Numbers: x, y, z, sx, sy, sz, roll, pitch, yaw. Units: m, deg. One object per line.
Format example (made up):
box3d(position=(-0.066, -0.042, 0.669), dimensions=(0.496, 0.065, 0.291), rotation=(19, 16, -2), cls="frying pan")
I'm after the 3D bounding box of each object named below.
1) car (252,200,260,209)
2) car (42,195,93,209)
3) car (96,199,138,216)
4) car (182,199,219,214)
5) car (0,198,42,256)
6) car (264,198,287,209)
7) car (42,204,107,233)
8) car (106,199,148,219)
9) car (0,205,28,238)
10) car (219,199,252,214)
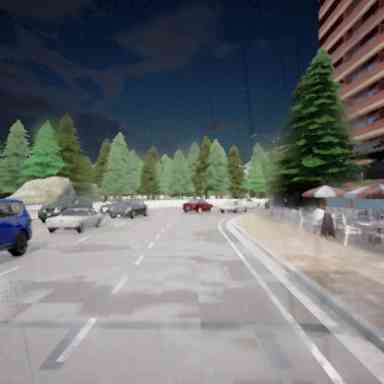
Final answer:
box3d(position=(7.811, 1.652, 47.286), dimensions=(4.674, 1.442, 1.812), rotation=(0, 0, -44), cls="car")
box3d(position=(-9.834, 1.281, 26.581), dimensions=(2.150, 2.045, 5.566), rotation=(0, 0, 8), cls="car")
box3d(position=(-7.815, 1.575, 35.174), dimensions=(2.128, 1.511, 4.902), rotation=(0, 0, 19), cls="car")
box3d(position=(0.797, 1.574, 37.774), dimensions=(1.882, 1.535, 5.008), rotation=(0, 0, 30), cls="car")
box3d(position=(-7.069, 1.242, 10.267), dimensions=(2.150, 2.045, 5.566), rotation=(0, 0, 0), cls="car")
box3d(position=(12.145, 1.621, 46.581), dimensions=(4.902, 1.511, 2.128), rotation=(0, 0, -40), cls="car")
box3d(position=(-6.908, 1.646, 20.030), dimensions=(1.895, 1.301, 4.718), rotation=(0, 0, 2), cls="car")
box3d(position=(-5.624, 1.424, 30.084), dimensions=(2.097, 1.767, 4.553), rotation=(0, 0, 13), cls="car")
box3d(position=(-10.446, 1.512, 16.671), dimensions=(1.882, 1.535, 5.008), rotation=(0, 0, 1), cls="car")
box3d(position=(4.765, 1.701, 37.754), dimensions=(1.895, 1.301, 4.718), rotation=(0, 0, 30), cls="car")
